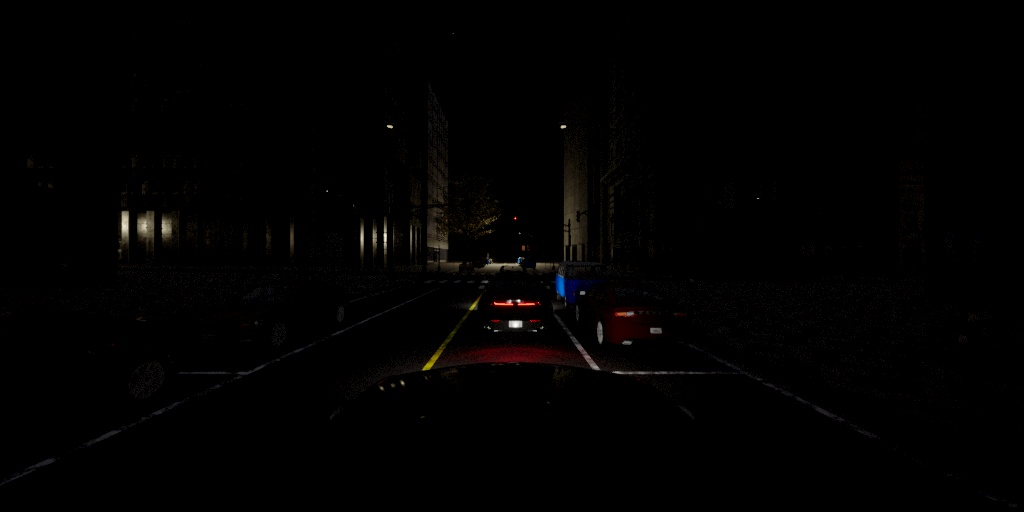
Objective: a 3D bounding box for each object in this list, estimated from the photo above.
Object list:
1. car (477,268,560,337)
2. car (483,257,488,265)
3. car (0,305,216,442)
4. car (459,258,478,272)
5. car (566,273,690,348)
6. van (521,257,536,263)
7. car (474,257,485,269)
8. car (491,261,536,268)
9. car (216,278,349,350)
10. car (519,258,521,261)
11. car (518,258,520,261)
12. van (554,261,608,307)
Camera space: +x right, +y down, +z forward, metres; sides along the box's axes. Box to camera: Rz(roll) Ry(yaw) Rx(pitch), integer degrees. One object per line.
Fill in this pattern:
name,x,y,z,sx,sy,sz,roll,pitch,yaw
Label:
car,0.074,1.256,10.339,1.837,1.490,4.892,0,0,0
car,-5.964,1.102,63.056,2.192,1.841,5.009,0,0,0
car,-5.782,1.295,3.569,1.888,1.381,4.507,0,0,0
car,-5.917,1.297,47.017,1.751,1.417,4.829,0,0,0
car,2.753,1.296,9.104,1.888,1.381,4.507,0,0,0
van,2.596,1.117,52.613,1.690,1.789,3.998,0,0,0
car,-5.946,1.326,57.767,1.888,1.381,4.507,0,0,0
car,0.048,1.246,19.758,2.128,1.511,4.902,0,0,-1
car,-5.802,1.296,9.094,1.888,1.381,4.507,0,0,0
car,2.578,1.347,58.026,1.948,1.339,4.313,0,0,0
car,2.560,1.333,63.439,1.888,1.381,4.507,0,0,0
van,2.736,1.093,14.629,1.690,1.789,3.998,0,0,0
